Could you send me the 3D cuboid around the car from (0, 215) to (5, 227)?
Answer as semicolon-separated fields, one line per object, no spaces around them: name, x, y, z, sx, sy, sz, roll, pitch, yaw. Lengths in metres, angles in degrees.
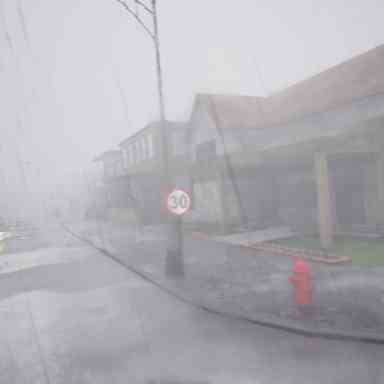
car;-22.418;3.313;37.763;1.895;1.301;4.718;-4;0;-26
